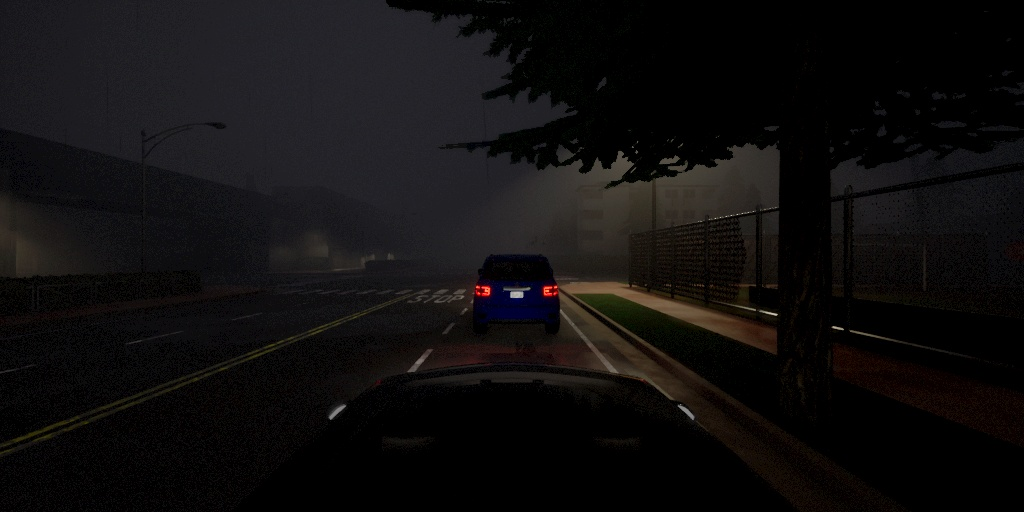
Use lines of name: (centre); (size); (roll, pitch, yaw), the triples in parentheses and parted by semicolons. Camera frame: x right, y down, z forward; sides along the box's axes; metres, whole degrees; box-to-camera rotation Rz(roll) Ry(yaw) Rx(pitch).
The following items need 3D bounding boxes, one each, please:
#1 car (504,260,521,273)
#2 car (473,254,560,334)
car: (0.027, 1.242, 45.664); (2.128, 1.511, 4.902); (0, 0, 0)
car: (0.116, 0.972, 10.798); (2.150, 2.045, 5.566); (0, 0, 0)
